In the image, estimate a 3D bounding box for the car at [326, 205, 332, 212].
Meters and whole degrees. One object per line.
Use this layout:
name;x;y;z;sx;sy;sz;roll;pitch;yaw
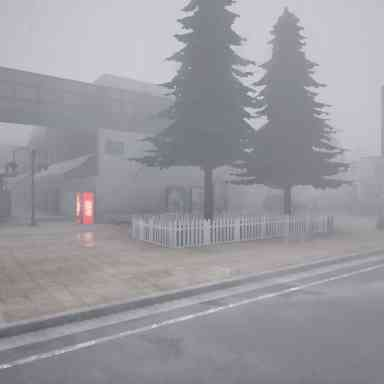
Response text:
car;11.567;1.532;34.082;2.033;1.411;5.357;0;0;-33

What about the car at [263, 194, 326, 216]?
car;9.172;1.206;31.157;2.150;2.045;5.566;0;0;-34
